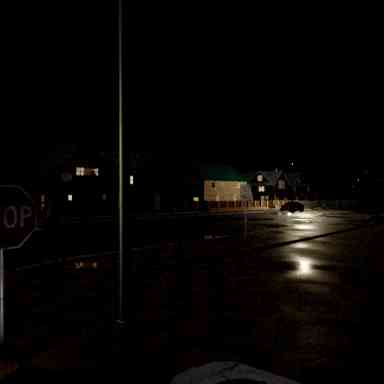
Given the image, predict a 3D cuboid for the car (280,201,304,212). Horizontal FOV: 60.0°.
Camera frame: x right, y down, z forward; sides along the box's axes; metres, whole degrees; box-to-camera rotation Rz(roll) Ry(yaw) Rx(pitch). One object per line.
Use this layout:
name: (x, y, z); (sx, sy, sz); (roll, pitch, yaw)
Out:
car: (14.631, 2.165, 48.640); (1.837, 1.490, 4.892); (-1, -1, 43)
